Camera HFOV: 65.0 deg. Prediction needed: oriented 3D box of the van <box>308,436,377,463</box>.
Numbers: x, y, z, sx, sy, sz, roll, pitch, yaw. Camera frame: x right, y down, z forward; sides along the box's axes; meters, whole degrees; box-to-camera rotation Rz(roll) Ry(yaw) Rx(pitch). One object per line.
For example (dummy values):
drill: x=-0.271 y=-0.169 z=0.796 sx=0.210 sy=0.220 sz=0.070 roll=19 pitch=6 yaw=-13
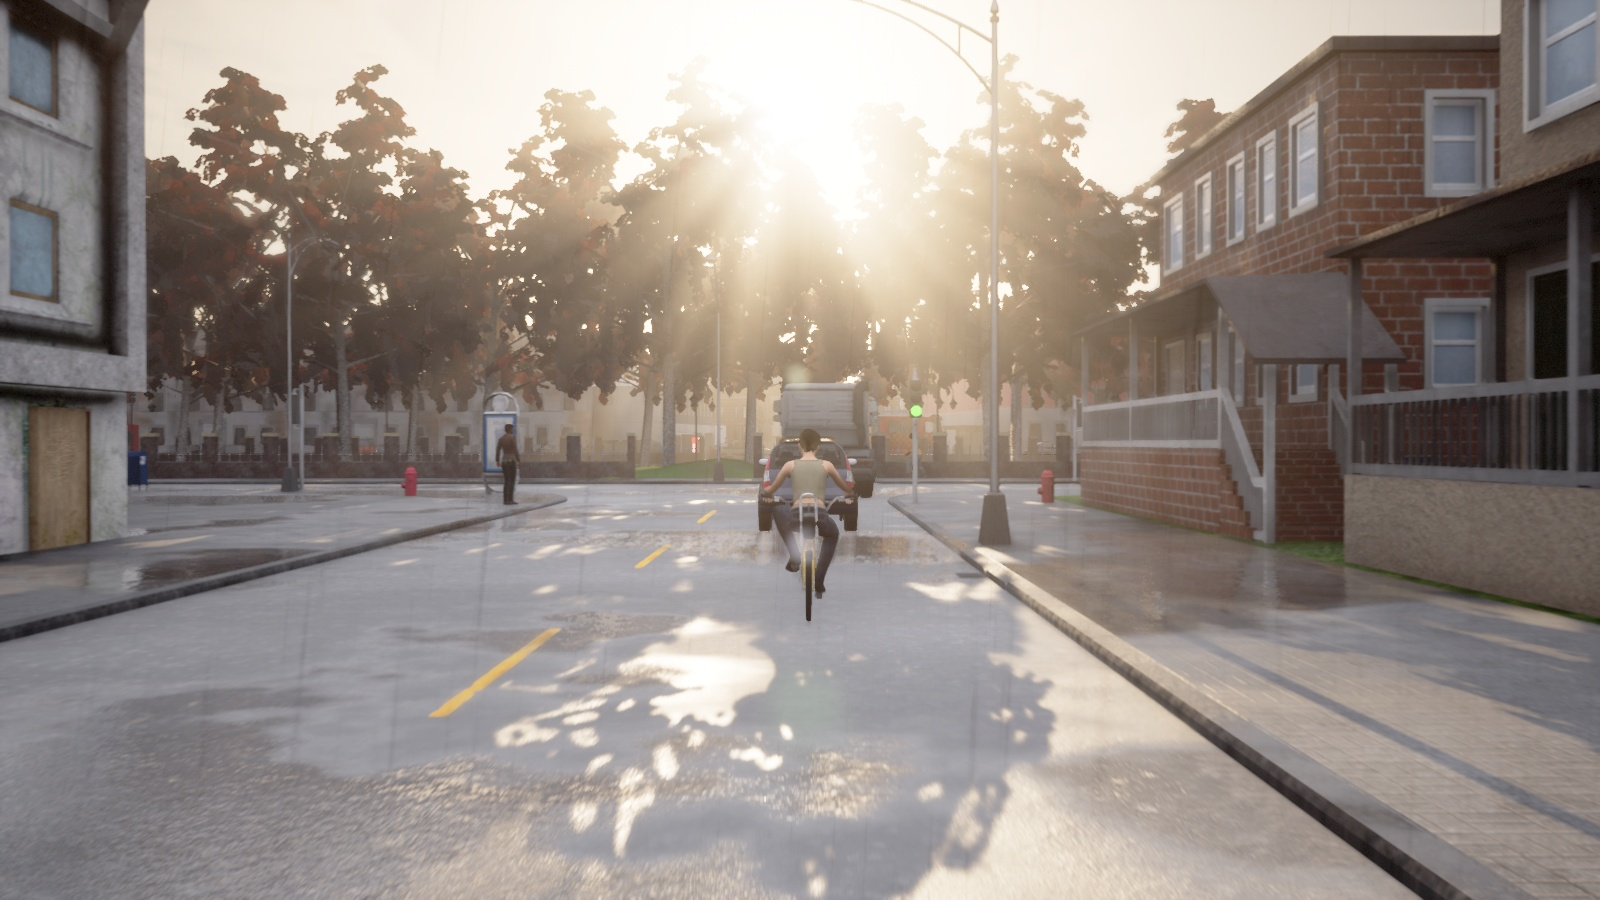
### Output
van: x=-33.776 y=-0.051 z=92.720 sx=4.442 sy=1.987 sz=1.775 roll=0 pitch=0 yaw=0

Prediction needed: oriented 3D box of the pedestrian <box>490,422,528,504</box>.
pedestrian: x=-6.504 y=0.293 z=28.078 sx=0.328 sy=1.805 sz=0.869 roll=0 pitch=0 yaw=30

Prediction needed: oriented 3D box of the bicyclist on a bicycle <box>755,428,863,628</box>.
bicyclist on a bicycle: x=0.076 y=0.622 z=10.883 sx=0.866 sy=1.612 sz=1.509 roll=0 pitch=0 yaw=0

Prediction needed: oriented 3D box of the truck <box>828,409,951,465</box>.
truck: x=6.259 y=-0.912 z=88.553 sx=8.468 sy=3.827 sz=2.891 roll=0 pitch=0 yaw=0

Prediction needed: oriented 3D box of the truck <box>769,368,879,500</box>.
truck: x=0.705 y=-0.445 z=37.308 sx=2.891 sy=3.462 sz=7.936 roll=0 pitch=0 yaw=1

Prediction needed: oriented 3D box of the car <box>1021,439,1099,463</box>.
car: x=18.296 y=0.041 z=88.501 sx=5.027 sy=1.651 sz=2.152 roll=0 pitch=0 yaw=0

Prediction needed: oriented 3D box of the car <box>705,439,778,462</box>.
car: x=-4.129 y=0.022 z=88.610 sx=5.027 sy=1.651 sz=2.152 roll=0 pitch=0 yaw=1

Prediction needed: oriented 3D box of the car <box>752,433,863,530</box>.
car: x=0.143 y=0.516 z=22.916 sx=1.851 sy=1.617 sz=3.988 roll=0 pitch=0 yaw=0

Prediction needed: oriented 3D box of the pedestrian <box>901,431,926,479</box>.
pedestrian: x=4.401 y=0.186 z=48.623 sx=0.900 sy=1.855 sz=0.874 roll=0 pitch=0 yaw=0
